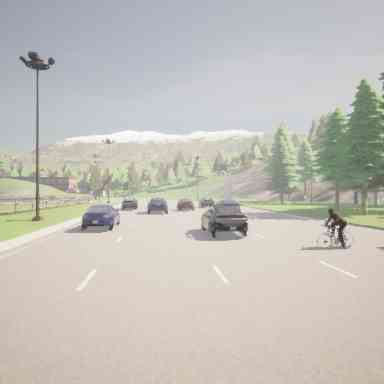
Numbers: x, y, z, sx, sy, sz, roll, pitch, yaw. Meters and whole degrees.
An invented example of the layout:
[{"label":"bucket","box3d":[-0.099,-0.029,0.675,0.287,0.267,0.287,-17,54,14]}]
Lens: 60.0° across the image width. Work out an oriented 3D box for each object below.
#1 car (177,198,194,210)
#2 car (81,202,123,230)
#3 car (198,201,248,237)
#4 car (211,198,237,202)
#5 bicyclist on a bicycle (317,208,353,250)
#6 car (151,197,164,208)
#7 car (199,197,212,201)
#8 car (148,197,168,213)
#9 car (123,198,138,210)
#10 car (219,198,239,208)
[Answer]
[{"label":"car","box3d":[-0.861,1.525,42.150,1.812,1.442,4.674,0,0,-6]},{"label":"car","box3d":[-5.649,1.526,20.849,1.812,1.442,4.674,0,0,-6]},{"label":"car","box3d":[1.674,1.491,18.093,2.128,1.511,4.902,0,0,-6]},{"label":"car","box3d":[3.562,1.478,33.612,1.882,1.535,5.008,0,0,-6]},{"label":"bicyclist on a bicycle","box3d":[5.614,1.453,13.049,1.656,1.620,0.582,-2,1,-15]},{"label":"car","box3d":[-5.002,1.526,47.902,1.812,1.442,4.674,0,0,-7]},{"label":"car","box3d":[2.068,1.491,47.713,2.128,1.511,4.902,0,0,-6]},{"label":"car","box3d":[-3.774,1.352,36.403,2.097,1.767,4.553,0,0,-7]},{"label":"car","box3d":[-8.006,1.491,43.155,2.128,1.511,4.902,0,0,-6]},{"label":"car","box3d":[5.433,1.564,49.146,1.994,1.385,4.181,0,0,-6]}]
